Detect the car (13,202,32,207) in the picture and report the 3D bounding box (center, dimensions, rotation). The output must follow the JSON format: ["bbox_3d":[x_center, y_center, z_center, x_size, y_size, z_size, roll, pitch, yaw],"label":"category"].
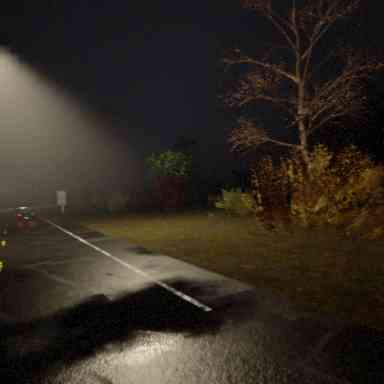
[{"bbox_3d":[-23.420,2.358,46.000,2.150,2.045,5.566,-4,1,-28],"label":"car"}]

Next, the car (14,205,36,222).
[{"bbox_3d":[-18.449,2.473,36.879,1.895,1.301,4.718,-4,0,-29],"label":"car"}]
